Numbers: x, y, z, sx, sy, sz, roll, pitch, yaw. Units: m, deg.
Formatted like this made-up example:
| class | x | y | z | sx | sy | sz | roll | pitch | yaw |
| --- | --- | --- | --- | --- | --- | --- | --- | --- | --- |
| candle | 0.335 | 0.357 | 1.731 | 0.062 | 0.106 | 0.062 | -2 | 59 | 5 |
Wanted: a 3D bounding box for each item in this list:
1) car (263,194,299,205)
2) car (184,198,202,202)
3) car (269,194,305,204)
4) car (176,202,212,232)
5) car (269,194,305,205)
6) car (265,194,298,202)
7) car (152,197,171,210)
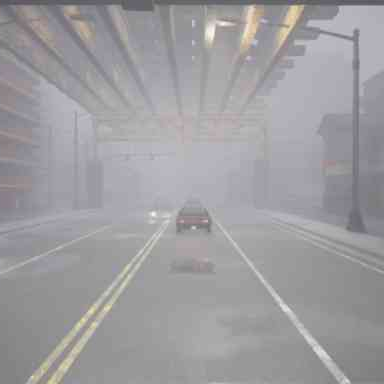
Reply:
| class | x | y | z | sx | sy | sz | roll | pitch | yaw |
| --- | --- | --- | --- | --- | --- | --- | --- | --- | --- |
| car | 13.596 | 1.072 | 50.767 | 4.974 | 1.542 | 2.038 | 0 | 1 | 25 |
| car | 0.107 | 1.333 | 34.528 | 1.994 | 1.385 | 4.181 | 0 | 0 | -1 |
| car | 13.318 | 0.954 | 46.625 | 4.536 | 1.218 | 1.853 | 0 | 1 | -20 |
| car | 0.092 | 1.512 | 19.295 | 1.895 | 1.301 | 4.718 | 0 | 0 | 0 |
| car | 13.269 | 1.111 | 46.608 | 4.974 | 1.542 | 2.038 | 0 | 1 | -20 |
| car | 13.643 | 0.915 | 50.744 | 4.536 | 1.218 | 1.853 | 0 | 1 | 25 |
| car | -3.494 | 1.246 | 38.816 | 1.895 | 1.301 | 4.718 | 0 | 1 | 0 |
